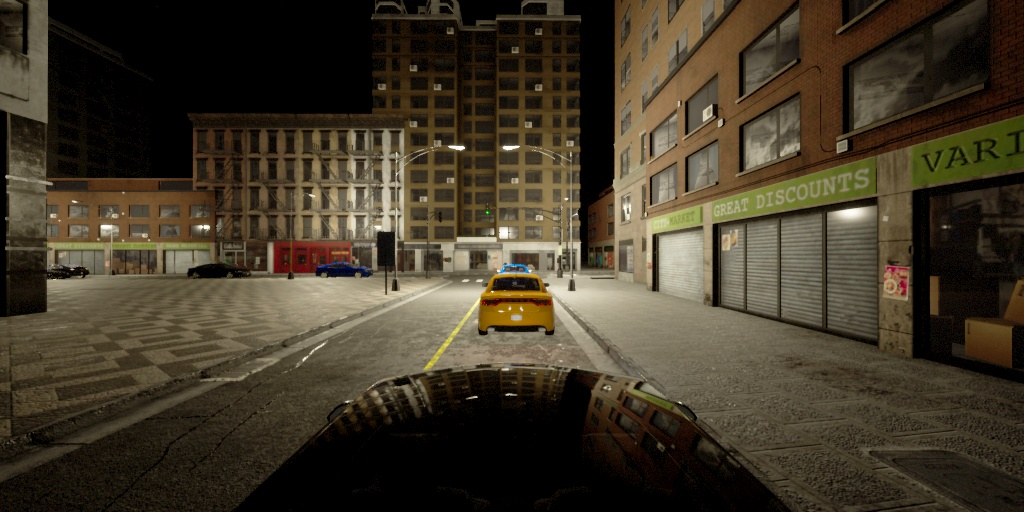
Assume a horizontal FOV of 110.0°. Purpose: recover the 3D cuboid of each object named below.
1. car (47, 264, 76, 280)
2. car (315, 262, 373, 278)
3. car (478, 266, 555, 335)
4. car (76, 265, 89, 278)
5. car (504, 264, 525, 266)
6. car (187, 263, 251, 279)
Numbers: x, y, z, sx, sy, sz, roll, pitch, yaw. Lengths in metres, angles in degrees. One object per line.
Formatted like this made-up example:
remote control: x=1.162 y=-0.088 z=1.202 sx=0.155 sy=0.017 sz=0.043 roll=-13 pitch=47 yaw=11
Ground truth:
car: x=-44.123 y=1.585 z=32.899 sx=5.357 sy=1.411 sz=2.033 roll=0 pitch=0 yaw=0
car: x=-15.455 y=1.329 z=33.168 sx=5.008 sy=1.535 sz=1.882 roll=0 pitch=0 yaw=0
car: x=0.116 y=1.227 z=10.493 sx=1.882 sy=1.535 sz=5.008 roll=0 pitch=0 yaw=0
car: x=-45.587 y=1.546 z=35.994 sx=4.902 sy=1.511 sz=2.128 roll=0 pitch=0 yaw=0
car: x=0.138 y=1.222 z=20.896 sx=1.882 sy=1.535 sz=5.008 roll=0 pitch=0 yaw=0
car: x=-26.896 y=1.410 z=33.041 sx=5.008 sy=1.535 sz=1.882 roll=-1 pitch=0 yaw=-1
